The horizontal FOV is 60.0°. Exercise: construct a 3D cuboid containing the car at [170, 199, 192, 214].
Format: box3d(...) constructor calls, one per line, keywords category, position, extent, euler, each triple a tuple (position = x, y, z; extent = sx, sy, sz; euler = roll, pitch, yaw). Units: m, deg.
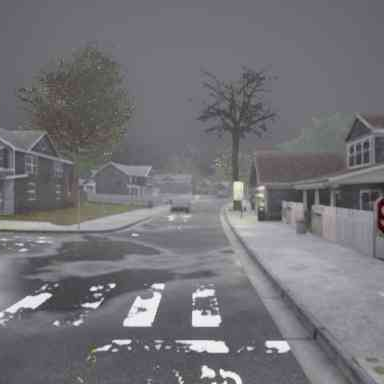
box3d(category="car", position=(-1.121, 1.498, 35.682), extent=(1.882, 1.535, 5.008), euler=(0, 0, 5))
